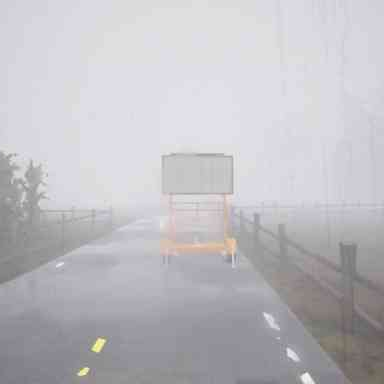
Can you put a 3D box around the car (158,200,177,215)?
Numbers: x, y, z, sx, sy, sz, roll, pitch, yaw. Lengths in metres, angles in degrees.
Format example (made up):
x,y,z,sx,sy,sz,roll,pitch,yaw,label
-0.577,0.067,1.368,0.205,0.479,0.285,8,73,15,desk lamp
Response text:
x,y,z,sx,sy,sz,roll,pitch,yaw,label
-2.714,1.694,37.343,2.128,1.511,4.902,0,0,0,car

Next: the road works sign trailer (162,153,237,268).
x,y,z,sx,sy,sz,roll,pitch,yaw,label
0.185,0.485,11.356,2.380,3.560,2.880,0,0,-2,road works sign trailer
